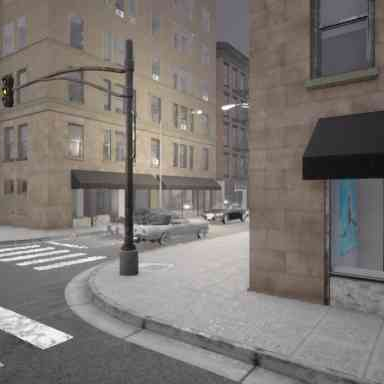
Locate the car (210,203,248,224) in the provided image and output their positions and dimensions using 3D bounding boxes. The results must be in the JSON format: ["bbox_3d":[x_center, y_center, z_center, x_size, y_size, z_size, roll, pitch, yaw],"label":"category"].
[{"bbox_3d":[2.697,1.640,26.285,2.128,1.511,4.902,0,0,35],"label":"car"}]

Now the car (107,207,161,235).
[{"bbox_3d":[-2.604,1.620,18.810,1.812,1.442,4.674,0,0,37],"label":"car"}]

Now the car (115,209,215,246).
[{"bbox_3d":[-1.094,1.687,15.846,1.895,1.301,4.718,0,0,35],"label":"car"}]
